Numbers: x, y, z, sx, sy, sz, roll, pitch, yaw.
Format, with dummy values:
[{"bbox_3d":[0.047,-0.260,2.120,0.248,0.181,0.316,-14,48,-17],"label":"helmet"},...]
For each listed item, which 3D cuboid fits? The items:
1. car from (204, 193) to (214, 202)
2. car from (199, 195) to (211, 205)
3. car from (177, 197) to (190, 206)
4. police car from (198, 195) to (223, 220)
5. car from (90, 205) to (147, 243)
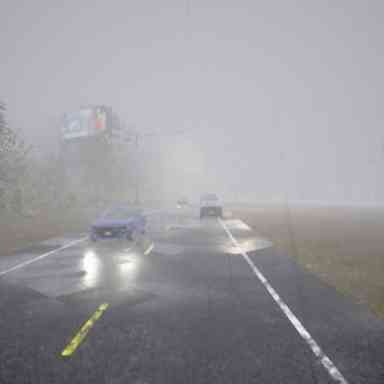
[{"bbox_3d":[3.998,1.284,78.868,2.150,2.045,5.566,0,0,6],"label":"car"},{"bbox_3d":[2.520,1.427,62.642,2.097,1.767,4.553,0,0,5],"label":"car"},{"bbox_3d":[-1.435,1.584,56.835,2.033,1.411,5.357,0,0,5],"label":"car"},{"bbox_3d":[1.579,1.368,27.933,1.930,1.638,5.238,0,0,2],"label":"police car"},{"bbox_3d":[-3.394,1.434,16.120,1.882,1.535,5.008,0,0,1],"label":"car"}]
